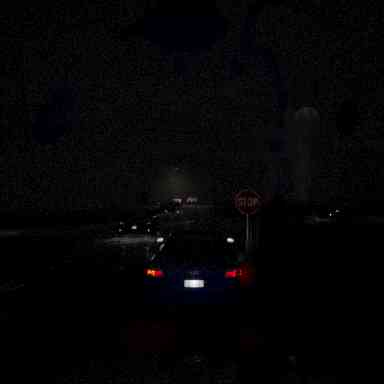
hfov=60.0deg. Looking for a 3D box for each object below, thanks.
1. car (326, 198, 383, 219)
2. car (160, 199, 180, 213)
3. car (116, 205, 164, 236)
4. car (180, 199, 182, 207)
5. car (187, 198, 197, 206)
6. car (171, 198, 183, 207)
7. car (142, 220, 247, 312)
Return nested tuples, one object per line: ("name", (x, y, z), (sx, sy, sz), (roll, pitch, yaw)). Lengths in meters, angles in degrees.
("car", (12.545, 1.145, 23.834), (5.357, 1.411, 2.033), (-2, -1, -2))
("car", (-2.863, 1.711, 39.135), (2.033, 1.411, 5.357), (0, -1, 0))
("car", (-2.870, 1.618, 18.523), (1.994, 1.385, 4.181), (0, -1, 0))
("car", (-2.849, 1.914, 51.353), (1.895, 1.301, 4.718), (0, -1, 0))
("car", (-0.028, 1.946, 68.668), (2.097, 1.767, 4.553), (0, -1, 0))
("car", (-2.817, 2.007, 63.917), (2.128, 1.511, 4.902), (0, -1, 1))
("car", (0.072, 1.575, 7.827), (1.994, 1.385, 4.181), (0, 0, 1))
